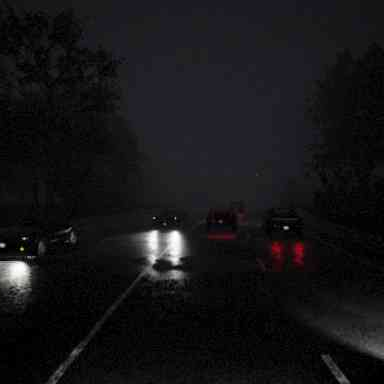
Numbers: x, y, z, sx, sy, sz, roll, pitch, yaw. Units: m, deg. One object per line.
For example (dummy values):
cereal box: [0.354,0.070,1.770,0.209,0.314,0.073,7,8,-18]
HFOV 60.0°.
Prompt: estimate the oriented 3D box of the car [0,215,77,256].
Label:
car: [-6.300,1.639,13.349,1.994,1.385,4.181,0,0,5]

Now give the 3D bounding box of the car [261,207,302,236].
car: [5.148,1.636,19.452,2.128,1.511,4.902,0,0,7]

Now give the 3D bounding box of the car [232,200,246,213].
car: [5.626,1.763,41.536,2.128,1.511,4.902,0,0,12]

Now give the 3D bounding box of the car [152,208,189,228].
car: [-1.456,1.809,23.940,1.895,1.301,4.718,0,0,9]

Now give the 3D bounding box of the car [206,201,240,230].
car: [2.071,1.634,22.506,1.882,1.535,5.008,0,0,8]
